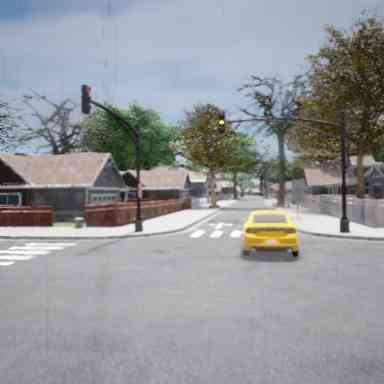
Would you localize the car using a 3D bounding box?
[{"bbox_3d":[3.028,1.469,13.274,1.882,1.535,5.008,-1,0,10],"label":"car"}]
